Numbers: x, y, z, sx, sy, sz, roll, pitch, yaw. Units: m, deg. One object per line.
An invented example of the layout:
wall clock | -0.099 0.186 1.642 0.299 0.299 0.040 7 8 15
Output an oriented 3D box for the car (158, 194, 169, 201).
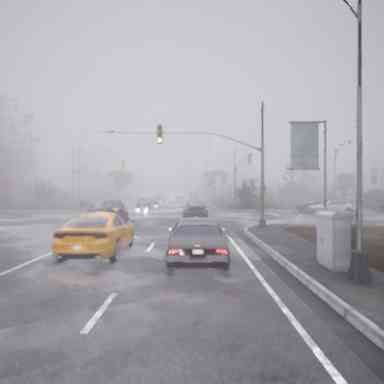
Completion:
car | -6.482 1.258 77.368 2.128 1.511 4.902 0 1 0

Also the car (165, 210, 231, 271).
car | 0.163 1.546 10.849 2.033 1.411 5.357 0 0 0

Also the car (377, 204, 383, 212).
car | 23.025 1.571 36.539 4.718 1.301 1.895 0 0 -3

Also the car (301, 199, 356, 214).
car | 13.598 1.499 32.563 4.674 1.442 1.812 0 0 -3

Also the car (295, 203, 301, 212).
car | 13.696 1.447 36.074 5.008 1.535 1.882 0 0 -3

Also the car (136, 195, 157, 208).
car | -6.768 1.442 47.758 2.128 1.511 4.902 0 0 1

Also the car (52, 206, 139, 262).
car | -3.344 1.474 12.148 1.882 1.535 5.008 0 0 0

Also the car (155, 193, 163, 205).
car | -6.656 1.440 57.153 1.837 1.490 4.892 0 0 1

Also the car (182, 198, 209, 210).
car | 0.264 1.485 25.673 1.837 1.490 4.892 0 0 0

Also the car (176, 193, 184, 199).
car | -3.289 0.929 89.132 1.812 1.442 4.674 0 1 -8

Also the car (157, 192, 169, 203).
car | -6.546 1.091 67.224 2.150 2.045 5.566 0 1 0

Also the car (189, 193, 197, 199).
car | 0.203 1.088 89.382 1.895 1.301 4.718 0 1 -4

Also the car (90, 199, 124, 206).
car | -6.628 1.332 25.521 2.097 1.767 4.553 0 0 -33

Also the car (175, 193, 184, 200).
car | -2.978 1.199 79.004 1.837 1.490 4.892 0 1 0

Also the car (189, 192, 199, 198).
car | 0.524 0.932 79.017 2.150 2.045 5.566 0 1 0
